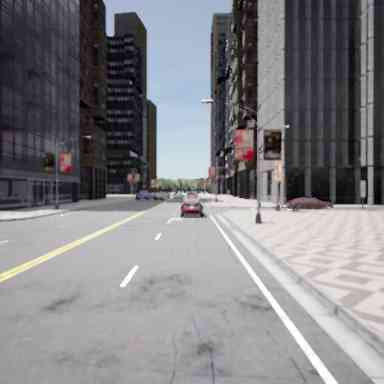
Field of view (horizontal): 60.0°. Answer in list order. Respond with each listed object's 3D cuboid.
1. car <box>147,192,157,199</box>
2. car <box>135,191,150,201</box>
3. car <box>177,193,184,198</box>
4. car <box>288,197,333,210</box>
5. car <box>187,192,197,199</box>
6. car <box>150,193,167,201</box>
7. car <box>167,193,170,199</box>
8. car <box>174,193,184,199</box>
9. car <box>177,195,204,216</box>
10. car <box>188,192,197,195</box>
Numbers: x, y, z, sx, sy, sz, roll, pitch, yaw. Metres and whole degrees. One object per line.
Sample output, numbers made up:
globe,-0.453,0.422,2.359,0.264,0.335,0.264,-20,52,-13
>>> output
car,-9.751,0.868,81.474,1.882,1.535,5.008,0,0,0
car,-9.759,0.753,65.611,2.150,2.045,5.566,0,1,0
car,-3.251,0.894,92.624,1.895,1.301,4.718,0,0,0
car,12.642,1.296,35.571,4.674,1.442,1.812,0,0,-1
car,-0.001,0.783,77.609,2.097,1.767,4.553,0,0,0
car,-6.516,1.008,65.658,1.882,1.535,5.008,0,1,0
car,-6.501,0.943,81.480,1.994,1.385,4.181,0,0,0
car,-3.251,1.023,77.671,1.895,1.301,4.718,0,0,0
car,0.001,1.315,30.074,2.163,1.488,4.792,0,0,0
car,0.093,0.934,59.610,2.097,1.767,4.553,0,0,0
